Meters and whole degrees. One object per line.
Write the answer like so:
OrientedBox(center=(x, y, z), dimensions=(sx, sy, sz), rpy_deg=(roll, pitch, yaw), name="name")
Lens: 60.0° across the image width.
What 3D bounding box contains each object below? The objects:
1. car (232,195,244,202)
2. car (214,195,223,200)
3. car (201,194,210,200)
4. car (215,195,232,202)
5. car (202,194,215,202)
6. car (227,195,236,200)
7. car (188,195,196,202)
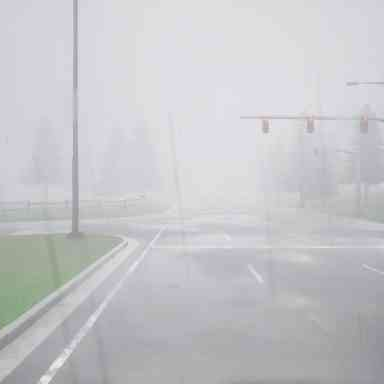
OrientedBox(center=(10.500, 1.423, 74.472), dimensions=(2.033, 1.411, 5.357), rpy_deg=(0, 0, 0), name="car")
OrientedBox(center=(7.000, 1.425, 88.253), dimensions=(1.895, 1.301, 4.718), rpy_deg=(0, 0, 0), name="car")
OrientedBox(center=(3.500, 1.355, 88.223), dimensions=(2.128, 1.511, 4.902), rpy_deg=(0, 0, 0), name="car")
OrientedBox(center=(7.000, 1.408, 74.472), dimensions=(2.128, 1.511, 4.902), rpy_deg=(0, 0, 0), name="car")
OrientedBox(center=(3.500, 1.360, 74.472), dimensions=(1.882, 1.535, 5.008), rpy_deg=(0, 0, 0), name="car")
OrientedBox(center=(10.500, 1.425, 88.253), dimensions=(1.895, 1.301, 4.718), rpy_deg=(0, 0, 0), name="car")
OrientedBox(center=(0.000, 1.408, 74.472), dimensions=(2.128, 1.511, 4.902), rpy_deg=(0, 0, 0), name="car")
